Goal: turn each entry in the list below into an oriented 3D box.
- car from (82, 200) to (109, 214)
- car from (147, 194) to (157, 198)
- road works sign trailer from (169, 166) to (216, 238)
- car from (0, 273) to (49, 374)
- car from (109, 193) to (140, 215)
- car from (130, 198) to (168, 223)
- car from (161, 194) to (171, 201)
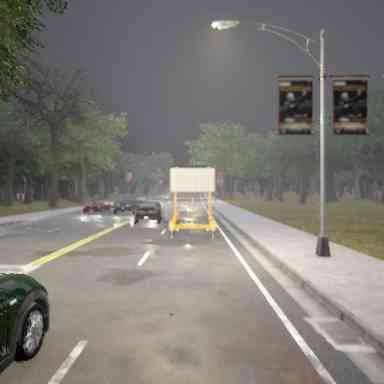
[{"bbox_3d":[-9.728,1.531,34.445,1.895,1.301,4.718,0,0,0],"label":"car"},{"bbox_3d":[-9.187,1.226,75.627,2.128,1.511,4.902,0,0,1],"label":"car"},{"bbox_3d":[0.027,0.440,17.381,2.380,3.560,2.880,0,0,0],"label":"road works sign trailer"},{"bbox_3d":[-3.144,1.349,3.058,2.097,1.767,4.553,0,0,0],"label":"car"},{"bbox_3d":[-6.482,1.154,33.968,2.150,2.045,5.566,0,0,0],"label":"car"},{"bbox_3d":[-3.085,1.463,24.874,1.837,1.490,4.892,0,0,0],"label":"car"},{"bbox_3d":[-5.937,1.226,75.577,1.812,1.442,4.674,0,0,1],"label":"car"}]
